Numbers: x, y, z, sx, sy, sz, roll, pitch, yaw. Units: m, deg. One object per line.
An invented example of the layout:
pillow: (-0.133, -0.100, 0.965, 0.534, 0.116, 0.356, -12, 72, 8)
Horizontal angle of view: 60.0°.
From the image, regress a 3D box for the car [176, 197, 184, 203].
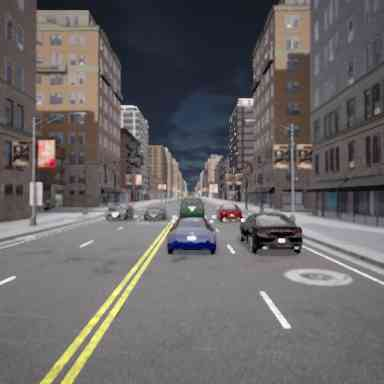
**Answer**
car: (-3.247, 2.273, 91.755, 1.837, 1.490, 4.892, 0, -1, 0)

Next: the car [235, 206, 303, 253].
car: (3.255, 1.616, 14.496, 1.882, 1.535, 5.008, 0, 0, 0)

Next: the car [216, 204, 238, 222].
car: (3.255, 1.756, 29.478, 1.882, 1.535, 5.008, 0, 0, 0)

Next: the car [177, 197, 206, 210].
car: (-0.003, 1.491, 29.029, 2.150, 2.045, 5.566, 0, 0, 0)

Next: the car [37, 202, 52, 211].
car: (-22.123, 2.022, 46.995, 4.313, 1.339, 1.947, 0, -1, 0)

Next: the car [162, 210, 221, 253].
car: (0.001, 1.701, 14.309, 1.994, 1.385, 4.181, 0, 0, 0)

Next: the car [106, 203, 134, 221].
car: (-6.503, 1.781, 30.462, 2.128, 1.511, 4.902, 0, -1, 0)

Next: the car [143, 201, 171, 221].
car: (-3.253, 1.800, 30.461, 1.837, 1.490, 4.892, 0, -1, 0)

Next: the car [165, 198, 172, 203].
car: (-6.497, 2.298, 91.755, 2.128, 1.511, 4.902, 0, -1, 0)
